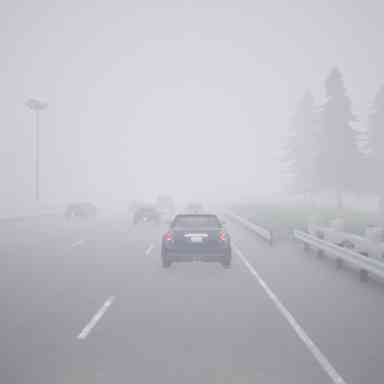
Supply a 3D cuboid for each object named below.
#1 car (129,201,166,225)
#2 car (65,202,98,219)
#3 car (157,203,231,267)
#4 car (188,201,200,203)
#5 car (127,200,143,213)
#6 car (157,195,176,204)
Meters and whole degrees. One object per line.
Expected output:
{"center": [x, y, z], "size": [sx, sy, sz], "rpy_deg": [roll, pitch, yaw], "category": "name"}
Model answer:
{"center": [-3.311, 1.659, 25.803], "size": [1.837, 1.490, 4.892], "rpy_deg": [0, -1, 0], "category": "car"}
{"center": [-10.292, 1.691, 31.154], "size": [1.837, 1.490, 4.892], "rpy_deg": [0, 0, 0], "category": "car"}
{"center": [0.139, 1.423, 11.803], "size": [2.097, 1.767, 4.553], "rpy_deg": [0, 0, 0], "category": "car"}
{"center": [0.217, 1.712, 34.343], "size": [1.837, 1.490, 4.892], "rpy_deg": [0, 0, 0], "category": "car"}
{"center": [-6.770, 1.749, 41.367], "size": [1.837, 1.490, 4.892], "rpy_deg": [0, -2, 0], "category": "car"}
{"center": [-3.269, 1.466, 41.563], "size": [2.150, 2.045, 5.566], "rpy_deg": [0, -1, 0], "category": "car"}
